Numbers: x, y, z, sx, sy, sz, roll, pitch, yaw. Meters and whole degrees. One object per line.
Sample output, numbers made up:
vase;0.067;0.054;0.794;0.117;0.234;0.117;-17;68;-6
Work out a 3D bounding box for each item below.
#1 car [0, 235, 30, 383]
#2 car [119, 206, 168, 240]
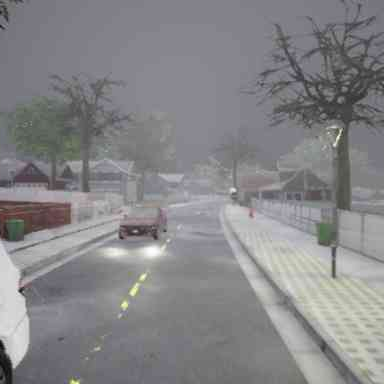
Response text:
car;-2.801;1.216;1.274;2.150;2.045;5.566;0;0;0
car;-2.415;1.503;17.419;1.882;1.535;5.008;0;0;3
